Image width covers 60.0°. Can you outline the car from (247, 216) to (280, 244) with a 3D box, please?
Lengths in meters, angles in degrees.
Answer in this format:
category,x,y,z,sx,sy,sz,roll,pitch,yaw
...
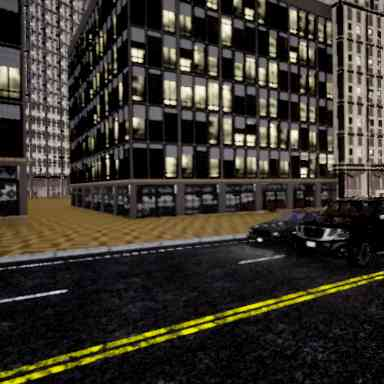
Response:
category,x,y,z,sx,sy,sz,roll,pitch,yaw
car,4.960,1.520,14.711,5.357,1.411,2.033,0,0,-32

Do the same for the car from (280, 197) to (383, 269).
category,x,y,z,sx,sy,sz,roll,pitch,yaw
car,5.893,1.204,11.442,5.566,2.045,2.150,0,0,-32
